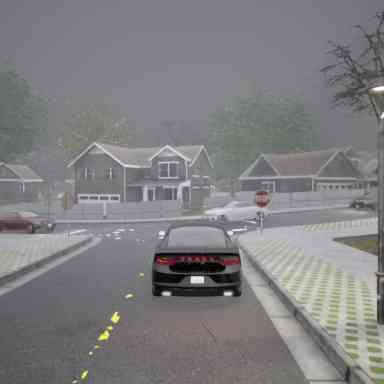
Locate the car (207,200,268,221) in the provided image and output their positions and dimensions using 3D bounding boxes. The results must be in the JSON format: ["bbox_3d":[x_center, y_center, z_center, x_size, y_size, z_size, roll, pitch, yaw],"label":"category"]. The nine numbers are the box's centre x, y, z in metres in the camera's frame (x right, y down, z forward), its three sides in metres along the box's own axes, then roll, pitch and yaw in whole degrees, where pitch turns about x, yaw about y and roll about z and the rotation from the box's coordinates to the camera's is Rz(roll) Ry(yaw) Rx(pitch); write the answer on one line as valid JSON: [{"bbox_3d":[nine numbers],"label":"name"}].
[{"bbox_3d":[3.004,1.328,22.873,4.674,1.442,1.812,-3,2,-24],"label":"car"}]

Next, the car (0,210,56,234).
[{"bbox_3d":[-11.224,1.937,21.990,4.674,1.442,1.812,-2,0,21],"label":"car"}]

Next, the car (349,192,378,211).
[{"bbox_3d":[16.061,0.743,28.600,5.357,1.411,2.033,-2,2,-25],"label":"car"}]

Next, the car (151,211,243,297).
[{"bbox_3d":[0.109,1.474,8.629,1.882,1.535,5.008,0,0,0],"label":"car"}]
